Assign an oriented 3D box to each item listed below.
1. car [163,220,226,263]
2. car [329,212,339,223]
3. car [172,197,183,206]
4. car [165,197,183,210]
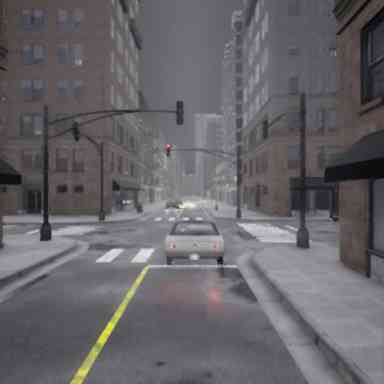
[{"bbox_3d":[0.089,1.645,12.065,1.895,1.301,4.718,0,0,0],"label":"car"},{"bbox_3d":[12.387,1.651,24.437,4.313,1.339,1.947,0,0,0],"label":"car"},{"bbox_3d":[-2.716,1.778,64.216,1.837,1.490,4.892,0,0,0],"label":"car"},{"bbox_3d":[-2.800,1.737,47.799,2.033,1.411,5.357,0,0,0],"label":"car"}]
